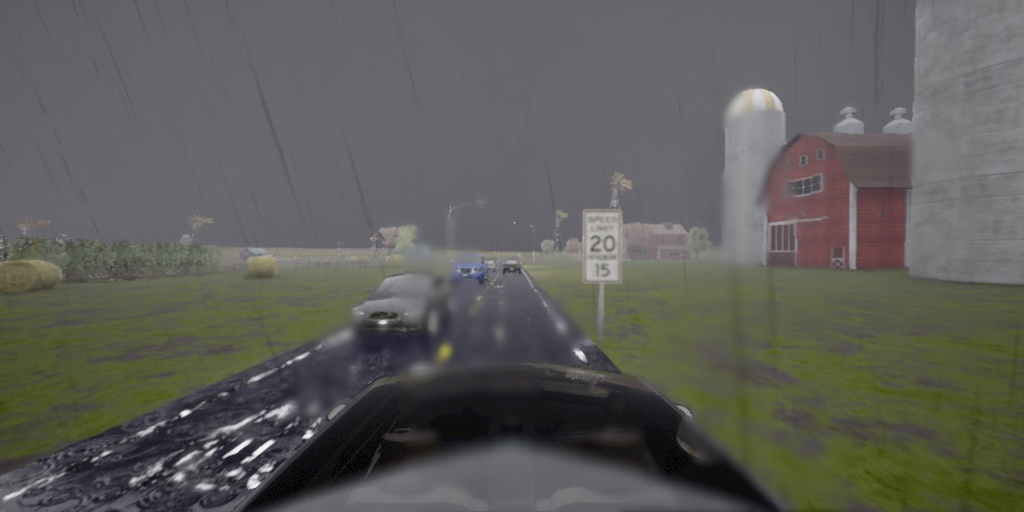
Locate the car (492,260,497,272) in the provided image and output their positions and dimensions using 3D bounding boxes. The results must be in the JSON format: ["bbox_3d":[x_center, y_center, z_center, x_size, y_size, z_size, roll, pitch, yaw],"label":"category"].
[{"bbox_3d":[-2.758,1.152,42.477,2.033,1.411,5.357,0,0,0],"label":"car"}]

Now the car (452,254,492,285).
[{"bbox_3d":[-2.839,0.886,25.186,2.150,2.045,5.566,0,0,0],"label":"car"}]

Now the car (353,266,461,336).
[{"bbox_3d":[-2.848,1.220,10.391,1.837,1.490,4.892,0,0,0],"label":"car"}]

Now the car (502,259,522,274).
[{"bbox_3d":[-0.003,1.098,37.894,1.882,1.535,5.008,0,0,0],"label":"car"}]
